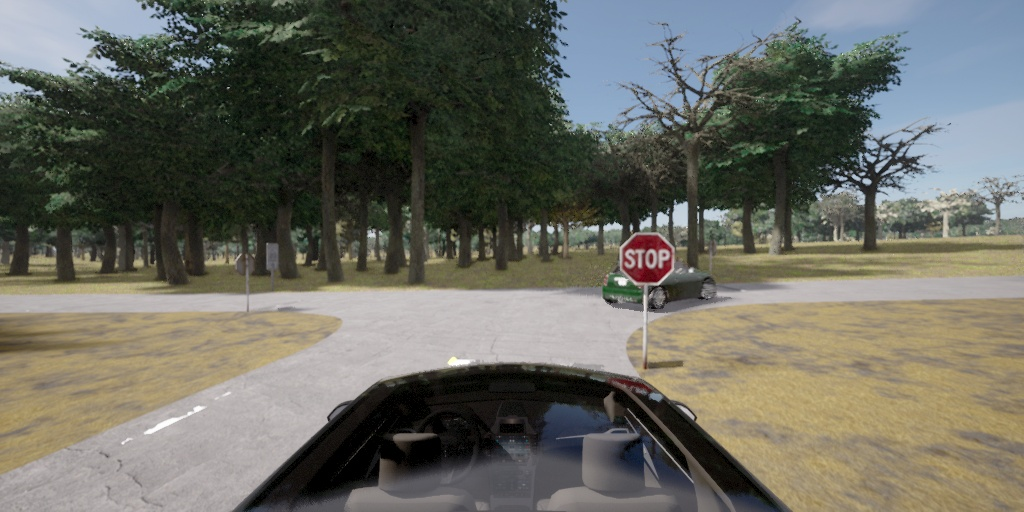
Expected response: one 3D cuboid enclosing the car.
[{"bbox_3d":[5.578,0.856,13.440,4.553,1.767,2.097,-3,2,-33],"label":"car"}]
